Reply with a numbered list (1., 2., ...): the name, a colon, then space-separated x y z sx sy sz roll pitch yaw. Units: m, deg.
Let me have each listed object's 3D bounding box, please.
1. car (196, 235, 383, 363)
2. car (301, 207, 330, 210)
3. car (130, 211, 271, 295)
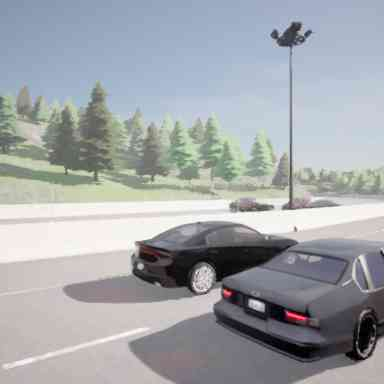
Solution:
1. car: 2.849 1.562 5.960 5.357 1.411 2.033 0 0 -38
2. car: 13.249 1.556 33.836 5.008 1.535 1.882 1 0 -45
3. car: 0.832 1.499 8.863 5.008 1.535 1.882 0 0 -37
